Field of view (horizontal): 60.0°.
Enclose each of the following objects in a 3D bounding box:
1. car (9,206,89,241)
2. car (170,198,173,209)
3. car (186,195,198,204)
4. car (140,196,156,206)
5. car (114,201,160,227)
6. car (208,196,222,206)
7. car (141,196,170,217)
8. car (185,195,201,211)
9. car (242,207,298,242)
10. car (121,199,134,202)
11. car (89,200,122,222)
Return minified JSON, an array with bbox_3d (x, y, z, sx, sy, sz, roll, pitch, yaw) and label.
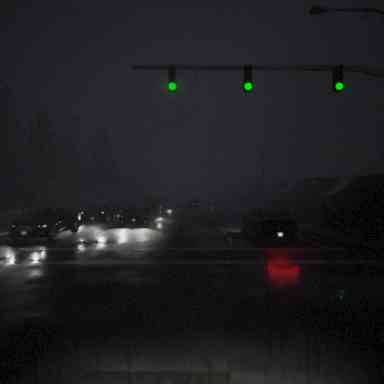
[{"bbox_3d":[-7.110,1.468,16.569,2.128,1.511,4.902,0,0,1],"label":"car"},{"bbox_3d":[-3.501,1.382,43.244,1.882,1.535,5.008,0,0,1],"label":"car"},{"bbox_3d":[0.060,1.346,61.080,2.128,1.511,4.902,0,0,0],"label":"car"},{"bbox_3d":[-6.971,1.361,53.208,1.882,1.535,5.008,0,0,0],"label":"car"},{"bbox_3d":[-3.557,1.521,22.276,1.994,1.385,4.181,0,0,0],"label":"car"},{"bbox_3d":[3.550,1.400,51.146,1.812,1.442,4.674,0,0,0],"label":"car"},{"bbox_3d":[-3.547,1.287,30.871,2.097,1.767,4.553,0,0,0],"label":"car"},{"bbox_3d":[0.138,1.455,39.709,2.033,1.411,5.357,0,0,0],"label":"car"},{"bbox_3d":[3.615,1.468,16.017,1.837,1.490,4.892,0,0,0],"label":"car"},{"bbox_3d":[-7.049,1.475,35.625,2.033,1.411,5.357,0,0,0],"label":"car"},{"bbox_3d":[-7.067,1.554,25.833,1.895,1.301,4.718,0,0,0],"label":"car"}]
